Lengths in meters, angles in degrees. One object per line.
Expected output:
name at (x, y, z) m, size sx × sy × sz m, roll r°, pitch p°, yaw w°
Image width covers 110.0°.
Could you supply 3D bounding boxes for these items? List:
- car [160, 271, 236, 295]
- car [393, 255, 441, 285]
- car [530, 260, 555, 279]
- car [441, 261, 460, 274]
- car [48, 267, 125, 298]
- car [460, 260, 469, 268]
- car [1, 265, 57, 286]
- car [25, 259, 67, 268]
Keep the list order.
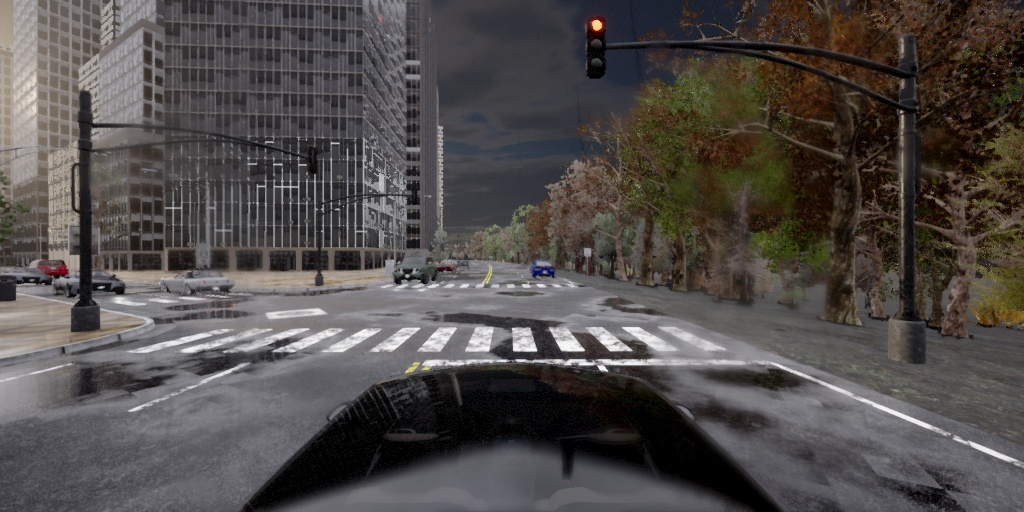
car at (-18.254, 1.496, 20.757) m, size 4.718 × 1.301 × 1.895 m, roll 0°, pitch 0°, yaw 27°
car at (-6.991, 0.978, 26.461) m, size 2.150 × 2.045 × 5.566 m, roll 0°, pitch 0°, yaw -2°
car at (2.762, 1.100, 33.243) m, size 1.882 × 1.535 × 5.008 m, roll 4°, pitch 3°, yaw -2°
car at (-7.558, 1.365, 41.963) m, size 1.895 × 1.301 × 4.718 m, roll 0°, pitch 0°, yaw -3°
car at (-23.394, 1.490, 19.835) m, size 4.181 × 1.385 × 1.994 m, roll 0°, pitch 0°, yaw 29°
car at (-8.713, 1.347, 63.833) m, size 1.994 × 1.385 × 4.181 m, roll 0°, pitch 0°, yaw -3°
car at (-36.721, 1.604, 27.066) m, size 4.181 × 1.385 × 1.994 m, roll 0°, pitch 0°, yaw 29°
car at (-47.035, 1.368, 36.224) m, size 5.566 × 2.045 × 2.150 m, roll -1°, pitch 0°, yaw 29°
